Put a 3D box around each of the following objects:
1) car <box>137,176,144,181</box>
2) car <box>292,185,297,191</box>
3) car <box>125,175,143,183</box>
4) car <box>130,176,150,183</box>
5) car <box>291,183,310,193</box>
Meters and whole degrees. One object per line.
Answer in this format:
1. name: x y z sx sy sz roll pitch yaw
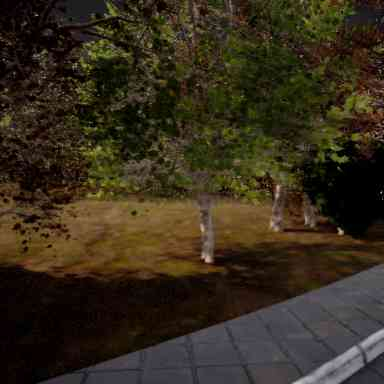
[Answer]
1. car: -11.544 -3.119 88.113 2.231 1.521 4.892 4 2 36
2. car: 19.783 -0.550 65.271 2.231 1.521 4.892 5 3 36
3. car: -16.028 -3.597 91.355 2.185 1.767 4.553 4 2 36
4. car: -13.887 -3.300 89.601 1.946 1.575 5.366 4 2 36
5. car: 25.306 -0.932 77.461 2.435 2.045 5.566 5 3 36
